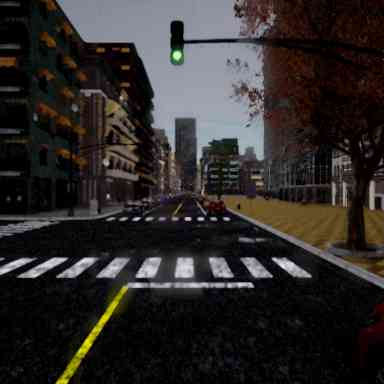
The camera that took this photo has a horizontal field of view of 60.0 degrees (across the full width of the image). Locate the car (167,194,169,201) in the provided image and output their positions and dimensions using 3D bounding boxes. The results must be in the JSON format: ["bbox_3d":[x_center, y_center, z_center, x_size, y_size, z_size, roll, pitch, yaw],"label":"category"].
[{"bbox_3d":[-6.126,1.423,66.789,1.802,1.307,4.206,0,0,0],"label":"car"}]

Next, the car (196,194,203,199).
[{"bbox_3d":[2.072,1.241,94.506,1.967,1.590,4.097,0,0,0],"label":"car"}]

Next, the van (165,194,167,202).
[{"bbox_3d":[-6.090,1.193,61.257,1.690,1.788,3.998,0,0,0],"label":"van"}]

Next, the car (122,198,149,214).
[{"bbox_3d":[-5.908,1.458,33.594,2.008,1.369,4.403,0,0,0],"label":"car"}]

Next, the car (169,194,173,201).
[{"bbox_3d":[-6.199,1.263,77.855,1.967,1.590,4.097,0,0,0],"label":"car"}]

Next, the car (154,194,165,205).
[{"bbox_3d":[-6.053,1.302,55.724,1.967,1.590,4.097,0,0,0],"label":"car"}]

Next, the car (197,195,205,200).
[{"bbox_3d":[2.145,1.359,83.442,1.887,1.381,4.507,0,0,0],"label":"car"}]

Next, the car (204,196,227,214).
[{"bbox_3d":[2.472,1.451,33.649,1.887,1.381,4.507,0,0,0],"label":"car"}]

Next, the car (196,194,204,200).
[{"bbox_3d":[2.109,1.358,88.974,2.008,1.369,4.403,0,0,0],"label":"car"}]

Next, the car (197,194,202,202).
[{"bbox_3d":[2.290,1.432,61.311,1.802,1.307,4.206,0,0,0],"label":"car"}]

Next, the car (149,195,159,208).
[{"bbox_3d":[-5.981,1.434,44.660,2.008,1.369,4.403,0,0,0],"label":"car"}]

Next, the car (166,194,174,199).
[{"bbox_3d":[-6.308,1.353,94.452,2.008,1.369,4.403,0,0,0],"label":"car"}]

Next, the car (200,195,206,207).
[{"bbox_3d":[2.398,1.407,44.884,1.752,1.417,4.829,0,0,0],"label":"car"}]

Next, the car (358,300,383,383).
[{"bbox_3d":[2.685,1.310,1.261,2.192,1.841,5.009,0,0,0],"label":"car"}]
